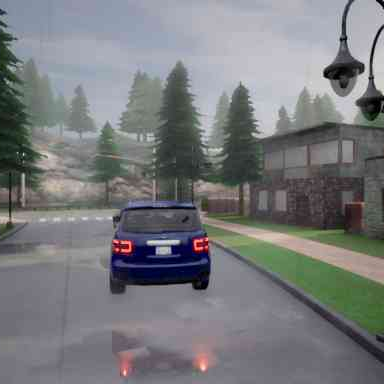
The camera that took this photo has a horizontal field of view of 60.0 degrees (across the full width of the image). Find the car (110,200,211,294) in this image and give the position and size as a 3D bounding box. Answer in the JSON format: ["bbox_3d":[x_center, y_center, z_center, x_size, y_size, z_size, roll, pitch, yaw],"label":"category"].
[{"bbox_3d":[-0.977,1.221,9.049,2.150,2.045,5.566,0,0,-9],"label":"car"}]

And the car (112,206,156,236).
[{"bbox_3d":[-3.535,1.600,19.482,1.895,1.301,4.718,0,0,-18],"label":"car"}]
